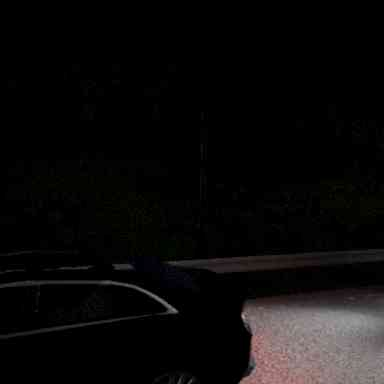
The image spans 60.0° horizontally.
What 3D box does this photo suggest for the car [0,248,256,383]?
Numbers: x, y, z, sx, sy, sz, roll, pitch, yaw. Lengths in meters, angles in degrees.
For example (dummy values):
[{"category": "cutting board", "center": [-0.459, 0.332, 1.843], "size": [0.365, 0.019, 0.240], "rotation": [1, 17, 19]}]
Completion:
[{"category": "car", "center": [-1.775, 1.360, 3.135], "size": [4.902, 1.511, 2.128], "rotation": [1, 1, -21]}]
